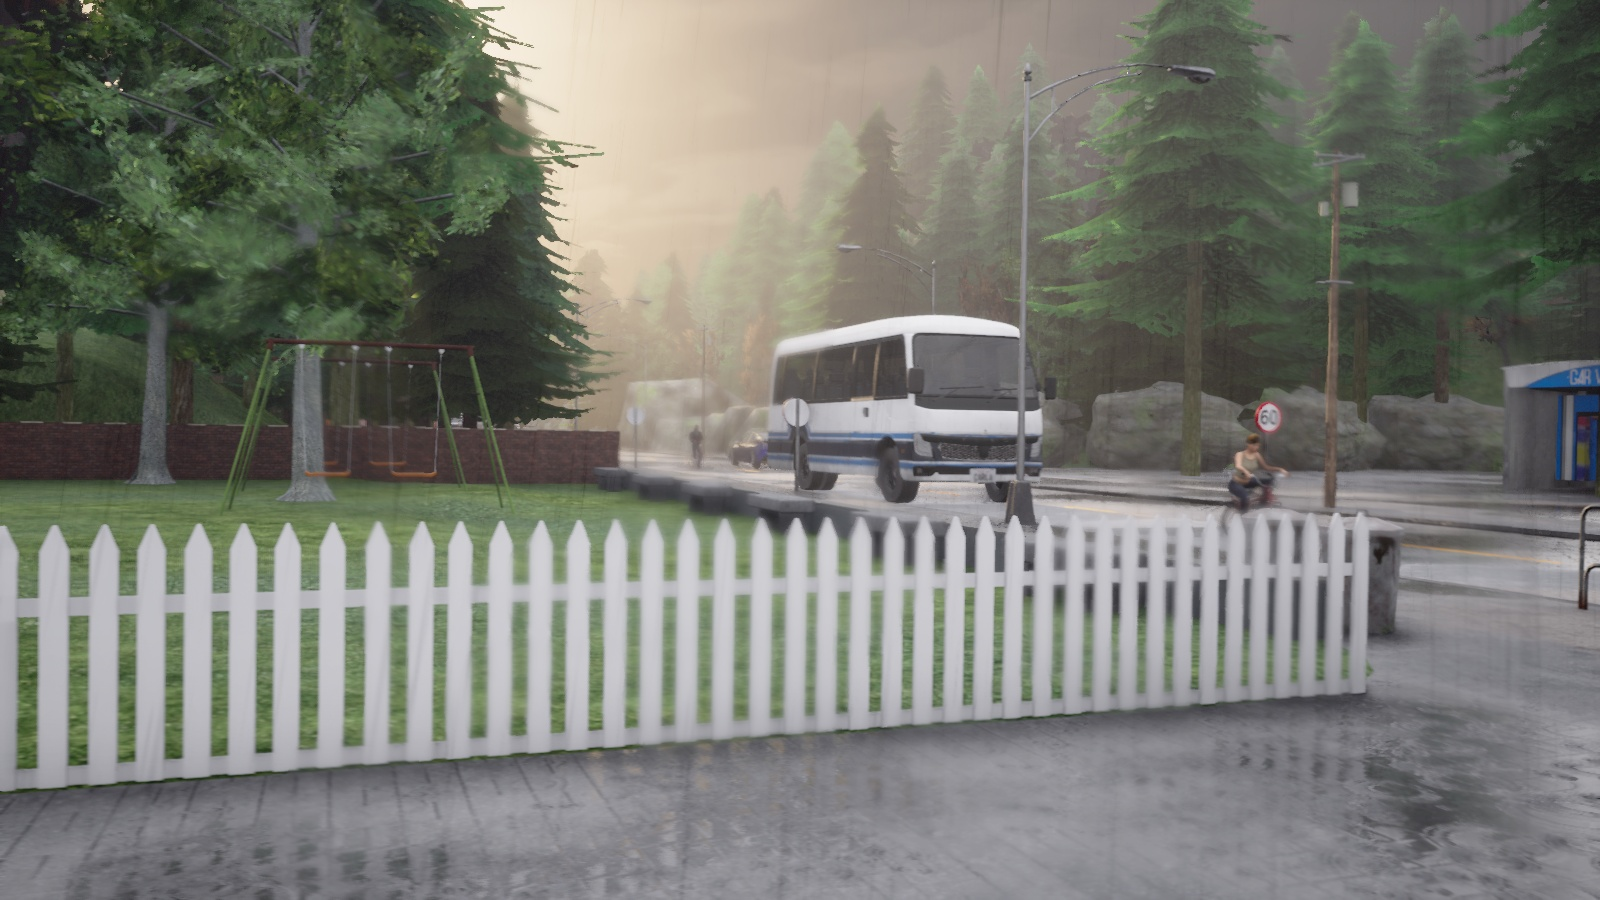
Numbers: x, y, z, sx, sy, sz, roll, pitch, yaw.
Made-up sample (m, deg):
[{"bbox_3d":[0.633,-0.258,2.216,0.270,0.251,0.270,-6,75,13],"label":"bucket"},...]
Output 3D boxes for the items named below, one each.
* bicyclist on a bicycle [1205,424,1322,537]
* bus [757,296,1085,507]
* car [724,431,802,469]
[{"bbox_3d":[6.865,0.422,18.673,0.866,1.612,1.509,-1,1,-20],"label":"bicyclist on a bicycle"},{"bbox_3d":[2.435,-1.042,30.801,3.944,4.253,10.273,-1,1,-20],"label":"bus"},{"bbox_3d":[-1.644,-0.032,53.770,2.007,1.525,4.514,-1,1,-20],"label":"car"}]
